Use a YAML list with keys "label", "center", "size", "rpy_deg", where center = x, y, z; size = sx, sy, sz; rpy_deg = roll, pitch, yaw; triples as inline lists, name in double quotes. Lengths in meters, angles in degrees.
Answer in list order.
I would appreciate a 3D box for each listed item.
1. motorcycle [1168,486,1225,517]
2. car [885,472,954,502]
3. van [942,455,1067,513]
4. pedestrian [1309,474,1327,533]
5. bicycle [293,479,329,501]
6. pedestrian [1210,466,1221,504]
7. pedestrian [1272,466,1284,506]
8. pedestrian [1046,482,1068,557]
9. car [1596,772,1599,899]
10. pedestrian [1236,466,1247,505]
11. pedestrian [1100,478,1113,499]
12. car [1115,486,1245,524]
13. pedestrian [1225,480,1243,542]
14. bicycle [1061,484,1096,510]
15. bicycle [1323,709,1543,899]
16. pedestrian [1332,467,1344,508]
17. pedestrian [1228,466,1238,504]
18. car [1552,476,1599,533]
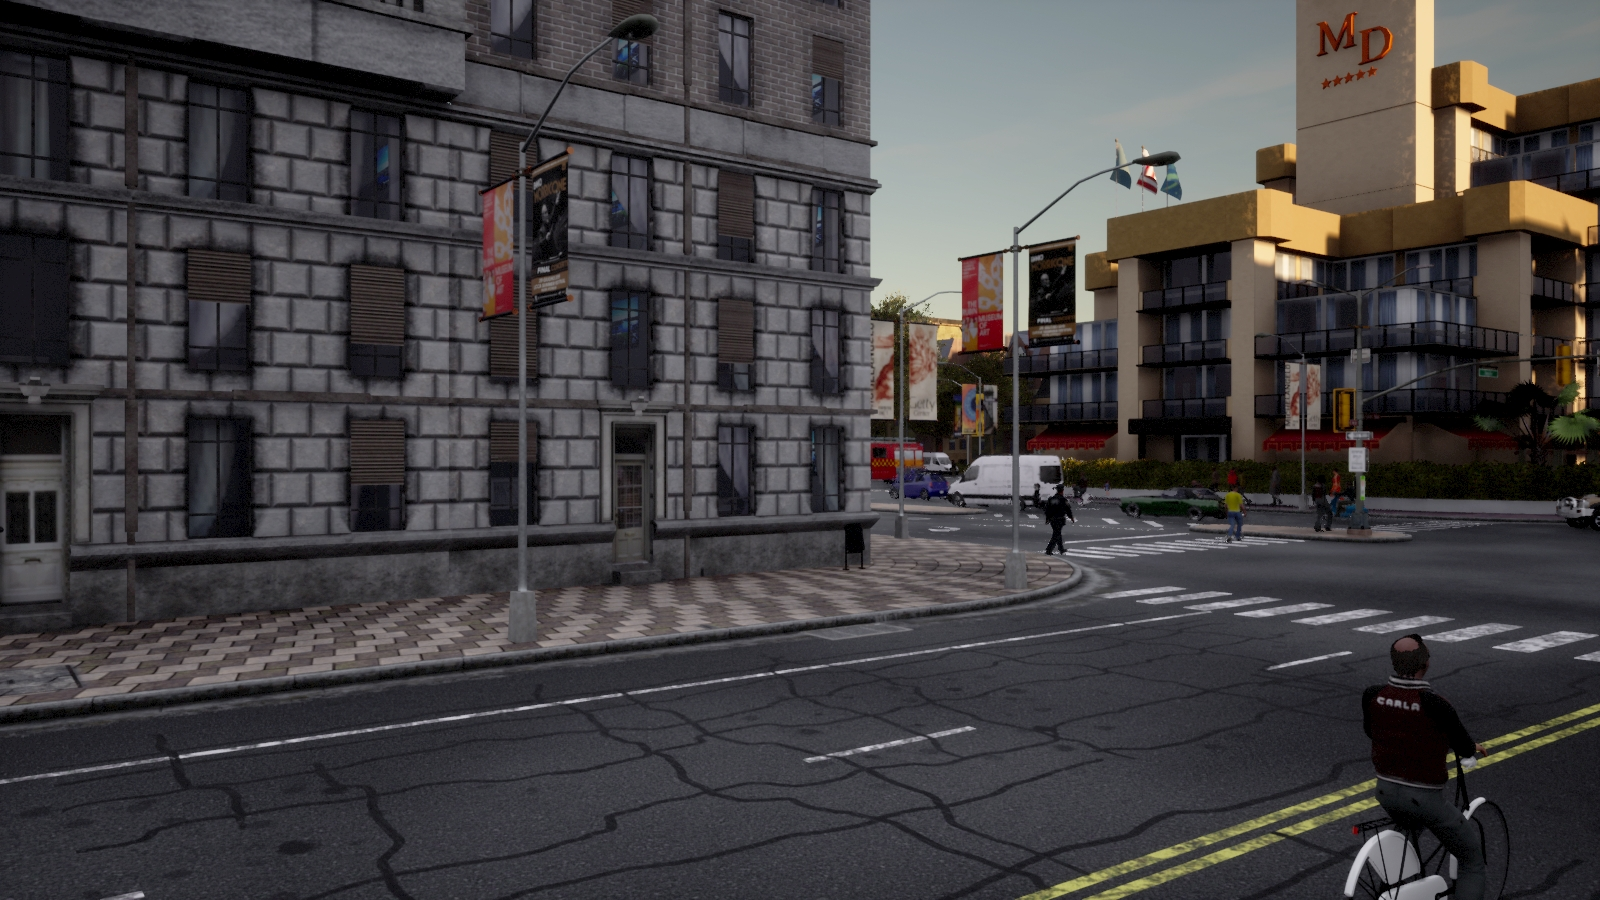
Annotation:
- label: "motorcycle"
  center: [17.064, 2.205, 49.269]
  size: [0.867, 1.251, 2.209]
  rpy_deg: [0, 0, -37]
- label: "car"
  center: [6.582, 2.039, 63.328]
  size: [1.845, 1.501, 3.633]
  rpy_deg: [0, 0, -37]
- label: "van"
  center: [9.537, 1.534, 53.810]
  size: [1.988, 2.561, 5.915]
  rpy_deg: [0, 0, -39]
- label: "pedestrian"
  center: [16.512, 1.704, 36.397]
  size: [0.375, 1.860, 0.375]
  rpy_deg: [0, 0, -29]
- label: "bicycle"
  center: [-27.366, 2.245, 63.943]
  size: [1.835, 1.171, 0.329]
  rpy_deg: [-1, -6, 5]
- label: "pedestrian"
  center: [20.387, 1.696, 56.054]
  size: [0.375, 1.860, 0.375]
  rpy_deg: [0, 0, -37]
- label: "pedestrian"
  center: [22.631, 1.696, 54.088]
  size: [0.375, 1.860, 0.375]
  rpy_deg: [0, 0, -37]
- label: "pedestrian"
  center: [6.433, 1.730, 28.594]
  size: [0.375, 1.860, 0.375]
  rpy_deg: [0, 0, -39]
- label: "car"
  center: [4.999, 1.754, 3.274]
  size: [6.274, 2.098, 2.390]
  rpy_deg: [0, 0, -34]
- label: "pedestrian"
  center: [21.231, 1.698, 54.962]
  size: [0.375, 1.860, 0.375]
  rpy_deg: [0, 0, -40]
- label: "pedestrian"
  center: [16.557, 2.076, 61.707]
  size: [0.500, 1.100, 0.500]
  rpy_deg: [0, 0, -37]
- label: "car"
  center: [15.203, 2.155, 45.895]
  size: [1.895, 1.301, 4.718]
  rpy_deg: [0, 0, -37]
- label: "pedestrian"
  center: [13.155, 1.849, 34.619]
  size: [0.375, 1.860, 0.375]
  rpy_deg: [0, 0, -44]
- label: "bicycle"
  center: [13.277, 2.210, 54.434]
  size: [0.329, 1.171, 1.835]
  rpy_deg: [0, 0, -37]
- label: "bicycle"
  center: [3.626, 2.210, 6.476]
  size: [1.835, 1.171, 0.329]
  rpy_deg: [0, 0, -35]
- label: "pedestrian"
  center: [24.368, 1.696, 51.748]
  size: [0.375, 1.860, 0.375]
  rpy_deg: [0, 0, -37]
- label: "pedestrian"
  center: [21.217, 1.696, 55.971]
  size: [0.375, 1.860, 0.375]
  rpy_deg: [0, 0, 44]
- label: "car"
  center: [28.801, 1.863, 39.230]
  size: [4.605, 1.855, 1.932]
  rpy_deg: [0, 0, 9]
